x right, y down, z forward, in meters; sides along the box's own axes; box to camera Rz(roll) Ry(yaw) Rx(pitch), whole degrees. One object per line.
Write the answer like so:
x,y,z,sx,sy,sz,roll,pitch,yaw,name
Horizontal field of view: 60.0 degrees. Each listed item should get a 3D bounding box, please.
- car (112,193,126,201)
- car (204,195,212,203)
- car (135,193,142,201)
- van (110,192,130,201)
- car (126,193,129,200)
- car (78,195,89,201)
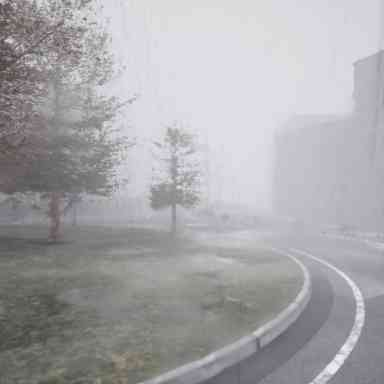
-18.822,1.217,77.477,5.366,1.575,1.946,1,-1,7,car
2.633,1.474,71.957,1.882,1.535,5.008,1,-1,7,car
-8.090,1.025,62.757,4.553,1.767,2.185,1,-1,7,car
-17.849,1.146,82.857,4.442,1.987,1.878,1,-2,7,van
-18.495,1.286,80.117,5.366,1.575,1.946,1,-2,7,car
-19.953,0.757,66.359,5.566,2.045,2.435,1,-1,7,car
